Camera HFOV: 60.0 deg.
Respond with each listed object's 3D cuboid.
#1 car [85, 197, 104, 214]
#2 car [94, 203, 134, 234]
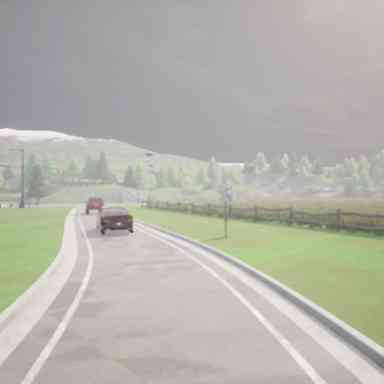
[{"bbox_3d":[-12.467,1.676,42.790,2.150,2.045,5.566,0,-2,-18],"label":"car"},{"bbox_3d":[-4.971,1.699,21.195,1.882,1.535,5.008,0,-1,-19],"label":"car"}]
